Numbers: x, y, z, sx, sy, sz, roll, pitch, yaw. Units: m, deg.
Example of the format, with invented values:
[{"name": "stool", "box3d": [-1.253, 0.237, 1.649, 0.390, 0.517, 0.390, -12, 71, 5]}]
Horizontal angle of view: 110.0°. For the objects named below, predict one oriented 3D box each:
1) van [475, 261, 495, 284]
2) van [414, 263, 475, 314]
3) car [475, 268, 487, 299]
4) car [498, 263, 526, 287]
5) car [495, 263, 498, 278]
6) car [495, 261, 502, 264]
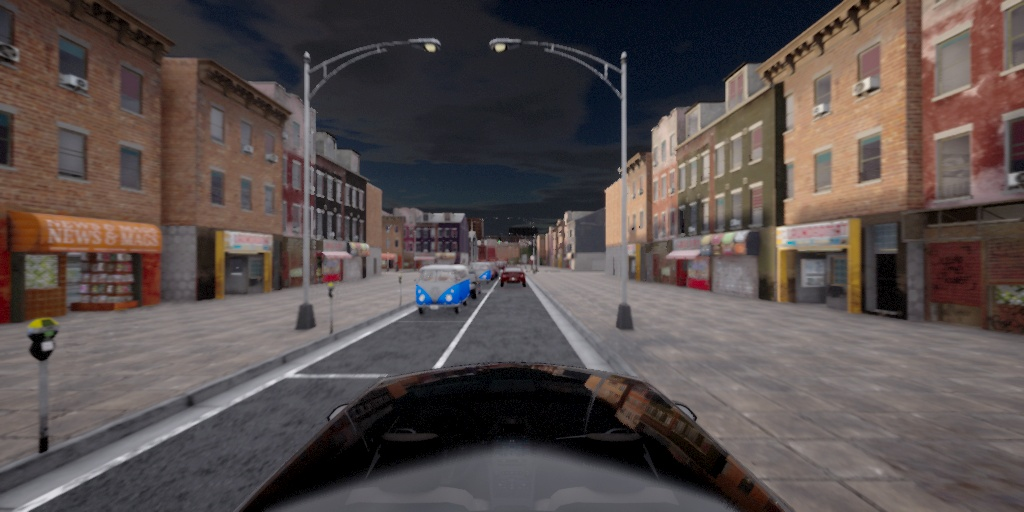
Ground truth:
[{"name": "van", "box3d": [-2.640, 1.439, 30.573, 1.690, 1.789, 3.998, 0, 0, 0]}, {"name": "van", "box3d": [-2.639, 1.240, 14.273, 1.690, 1.789, 3.998, 0, 0, 0]}, {"name": "car", "box3d": [-2.639, 1.531, 19.706, 1.948, 1.339, 4.313, 0, 0, 0]}, {"name": "car", "box3d": [0.091, 1.548, 28.278, 1.882, 1.535, 5.008, 0, -2, 0]}, {"name": "car", "box3d": [-2.641, 1.710, 36.006, 1.888, 1.381, 4.507, 0, 0, 0]}, {"name": "car", "box3d": [-2.641, 1.548, 41.440, 2.192, 1.841, 5.009, 0, 0, 0]}]
